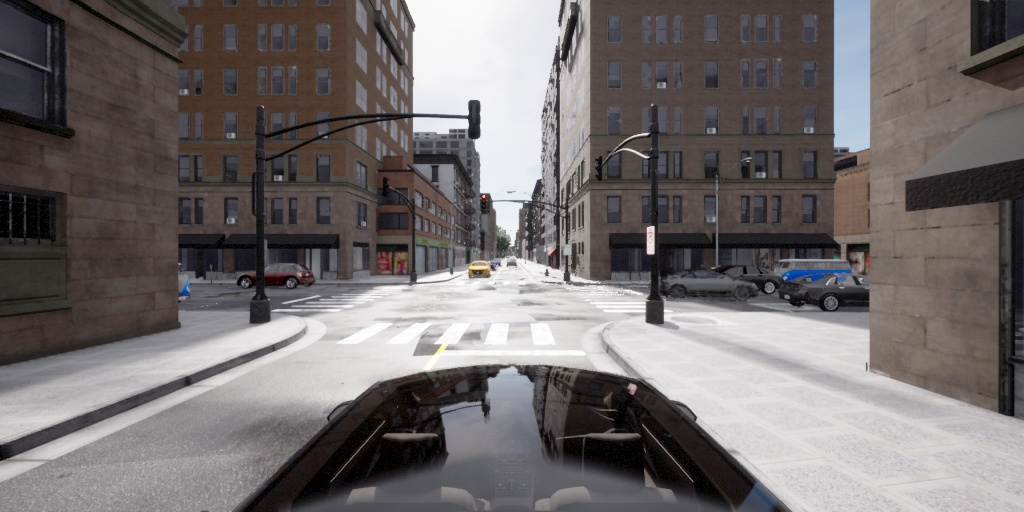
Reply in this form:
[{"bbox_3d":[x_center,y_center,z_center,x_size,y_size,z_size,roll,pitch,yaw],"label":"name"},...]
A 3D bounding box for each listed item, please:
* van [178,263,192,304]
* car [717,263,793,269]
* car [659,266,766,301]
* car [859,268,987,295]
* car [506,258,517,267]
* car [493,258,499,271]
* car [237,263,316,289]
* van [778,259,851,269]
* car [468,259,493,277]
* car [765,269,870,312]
[{"bbox_3d":[-14.682,1.089,13.704,3.998,1.789,1.690,0,0,1],"label":"van"},{"bbox_3d":[11.916,1.248,19.416,4.892,1.490,1.837,0,0,-1],"label":"car"},{"bbox_3d":[9.075,1.311,16.934,4.181,1.385,1.994,0,0,10],"label":"car"},{"bbox_3d":[21.949,1.346,19.306,4.718,1.301,1.895,0,0,1],"label":"car"},{"bbox_3d":[-0.044,1.260,63.714,2.033,1.411,5.357,0,0,0],"label":"car"},{"bbox_3d":[-3.133,1.331,47.646,1.895,1.301,4.718,0,0,0],"label":"car"},{"bbox_3d":[-14.617,1.172,22.230,4.097,1.591,1.967,0,0,1],"label":"car"},{"bbox_3d":[18.247,1.081,21.911,3.998,1.789,1.690,0,0,1],"label":"van"},{"bbox_3d":[-3.123,1.218,34.780,1.882,1.535,5.008,0,0,-1],"label":"car"},{"bbox_3d":[12.513,1.305,13.441,4.403,1.370,2.007,0,0,1],"label":"car"}]
